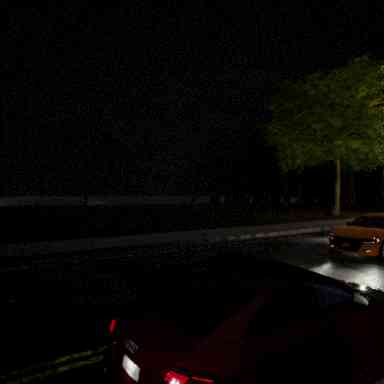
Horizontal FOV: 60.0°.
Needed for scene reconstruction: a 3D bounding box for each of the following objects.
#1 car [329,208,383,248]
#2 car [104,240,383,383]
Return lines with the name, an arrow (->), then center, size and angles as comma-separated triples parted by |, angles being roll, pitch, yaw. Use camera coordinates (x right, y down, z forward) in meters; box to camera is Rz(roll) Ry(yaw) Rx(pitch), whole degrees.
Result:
car -> 7.312, 1.566, 12.868 | 5.008, 1.535, 1.882 | 0, 0, -35
car -> 1.074, 1.585, 4.202 | 4.181, 1.385, 1.994 | 0, 0, -35
